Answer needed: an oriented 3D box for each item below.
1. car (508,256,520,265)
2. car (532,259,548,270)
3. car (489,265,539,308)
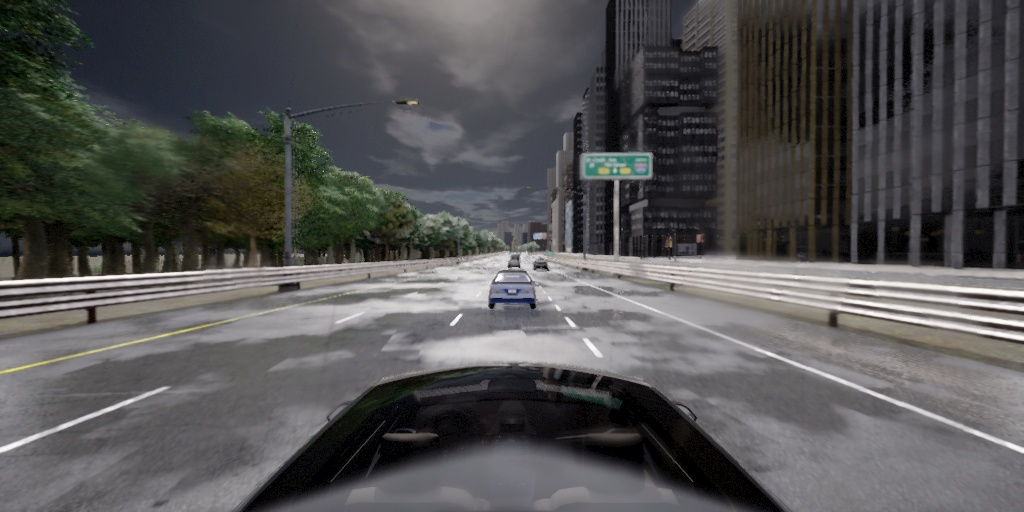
[{"bbox_3d":[0.372,1.162,59.794,1.994,1.385,4.181,0,0,1],"label":"car"},{"bbox_3d":[3.849,1.172,48.970,1.837,1.490,4.892,0,1,1],"label":"car"},{"bbox_3d":[0.018,1.296,15.270,2.033,1.411,5.357,0,0,0],"label":"car"}]
